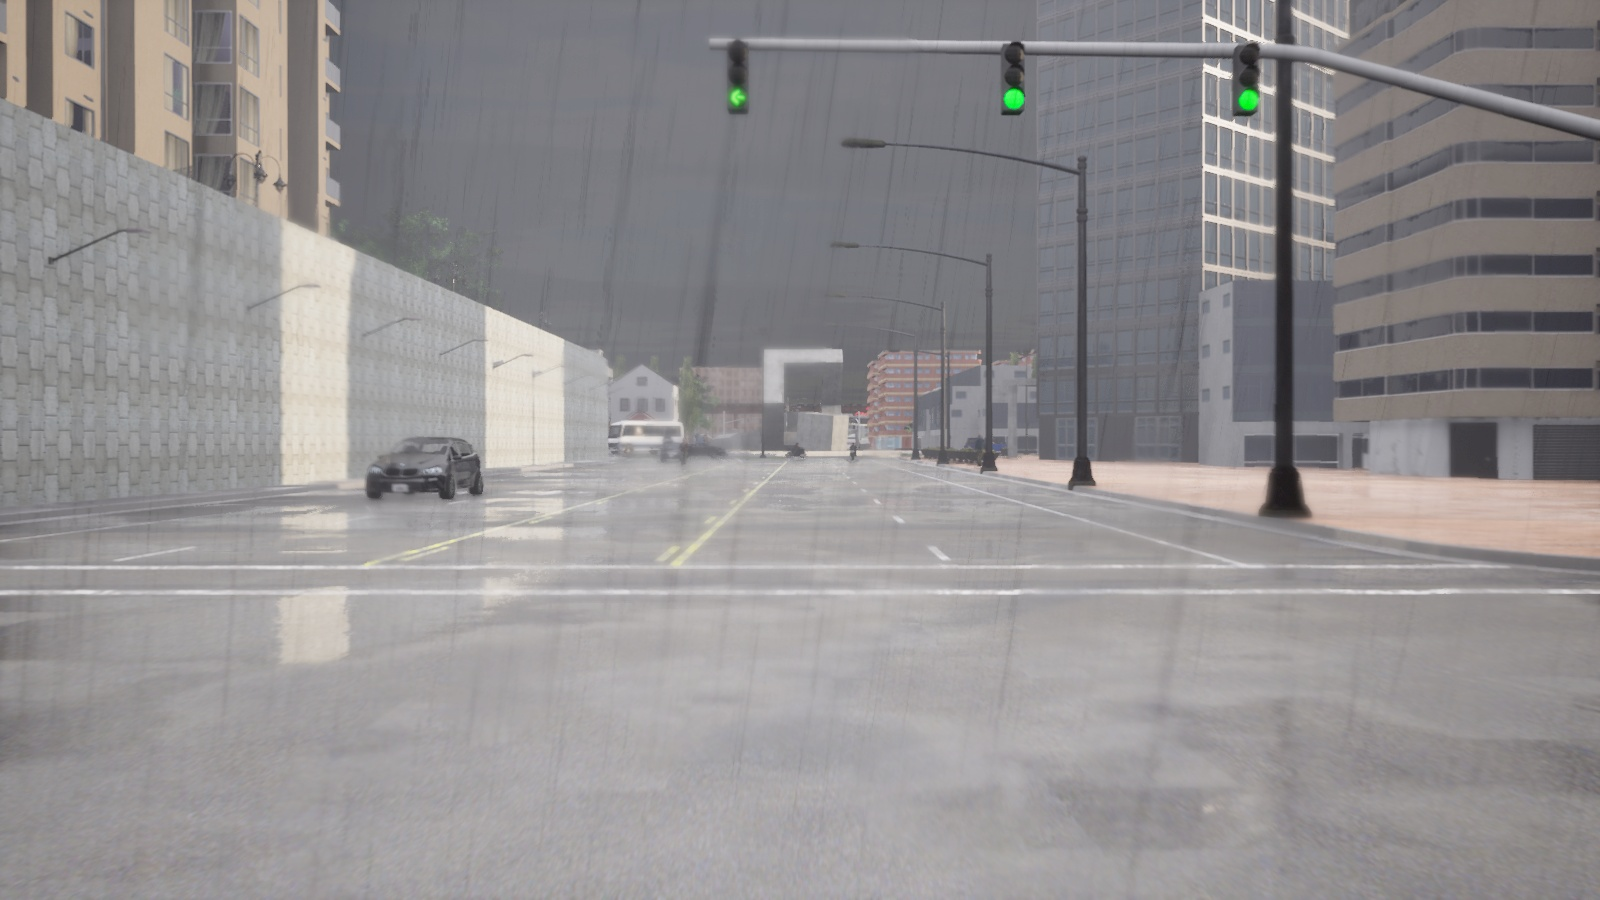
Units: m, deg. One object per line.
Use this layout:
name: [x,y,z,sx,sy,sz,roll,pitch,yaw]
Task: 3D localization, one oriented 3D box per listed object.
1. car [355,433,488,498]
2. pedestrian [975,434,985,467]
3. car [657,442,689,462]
car: [-10.288,0.388,34.557,2.242,1.667,4.611,0,0,0]
pedestrian: [9.976,0.017,69.574,0.402,1.842,0.726,0,0,-4]
car: [-9.930,0.139,98.578,2.128,1.511,4.902,0,0,-2]
